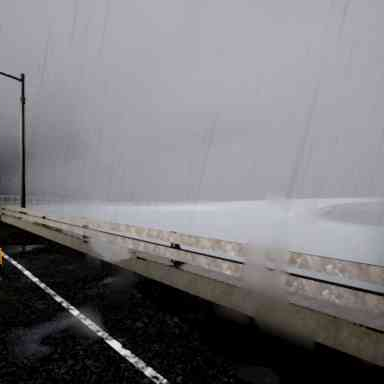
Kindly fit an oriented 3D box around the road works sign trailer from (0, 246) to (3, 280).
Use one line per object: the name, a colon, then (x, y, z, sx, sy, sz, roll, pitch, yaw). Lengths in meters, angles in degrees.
road works sign trailer: (-6.612, 0.481, 8.985, 2.380, 3.560, 2.880, 0, 0, -38)
